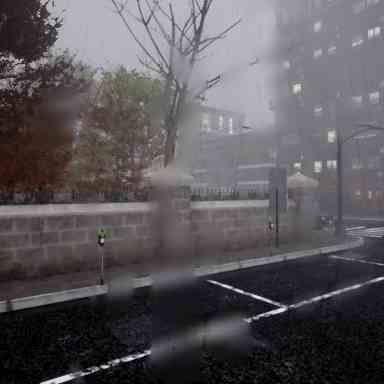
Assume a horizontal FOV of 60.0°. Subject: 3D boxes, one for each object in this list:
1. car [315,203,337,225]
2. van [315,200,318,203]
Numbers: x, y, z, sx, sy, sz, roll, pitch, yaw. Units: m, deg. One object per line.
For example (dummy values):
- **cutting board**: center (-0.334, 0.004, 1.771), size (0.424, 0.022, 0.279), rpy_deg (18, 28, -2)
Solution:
- **car**: center (8.281, 1.801, 25.766), size (2.033, 1.411, 5.357), rpy_deg (0, -1, -36)
- **van**: center (10.417, 1.646, 32.623), size (1.690, 1.788, 3.998), rpy_deg (-1, 0, -36)
